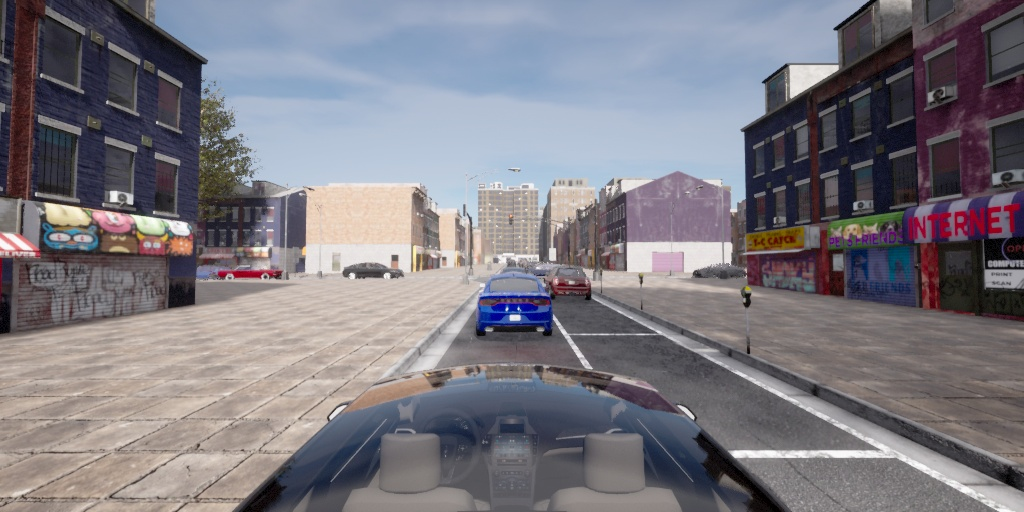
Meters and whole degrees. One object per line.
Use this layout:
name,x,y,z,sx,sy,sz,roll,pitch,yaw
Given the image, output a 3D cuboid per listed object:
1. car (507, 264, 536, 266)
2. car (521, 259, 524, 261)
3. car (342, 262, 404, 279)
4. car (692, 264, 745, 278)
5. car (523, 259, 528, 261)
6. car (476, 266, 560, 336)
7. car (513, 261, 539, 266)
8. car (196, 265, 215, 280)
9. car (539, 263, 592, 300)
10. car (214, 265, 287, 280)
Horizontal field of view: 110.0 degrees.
car,0.092,1.293,18.049,1.812,1.442,4.674,0,0,0
car,2.614,1.455,50.030,1.948,1.339,4.313,0,0,0
car,-11.519,1.272,29.903,4.892,1.490,1.837,0,-2,2
car,18.786,1.378,32.660,4.181,1.385,1.994,0,-2,0
car,2.616,1.422,44.594,1.948,1.339,4.313,0,0,0
car,0.035,1.234,10.501,1.882,1.535,5.008,0,0,-1
car,3.042,1.368,32.748,5.357,1.411,2.033,0,-2,0
car,-28.013,1.547,32.934,5.357,1.411,2.033,-1,-2,1
car,2.628,1.207,17.850,1.967,1.591,4.097,0,0,0
car,-21.518,1.438,29.947,4.718,1.301,1.895,-1,-2,0
